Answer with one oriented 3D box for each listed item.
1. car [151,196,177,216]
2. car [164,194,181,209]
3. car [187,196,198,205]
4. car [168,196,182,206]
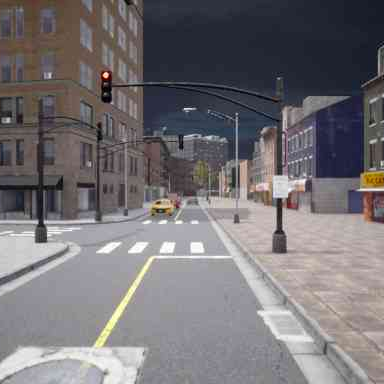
[{"bbox_3d":[-2.835,1.481,32.741,1.882,1.535,5.008,0,0,0],"label":"car"},{"bbox_3d":[-2.836,1.232,44.728,2.150,2.045,5.566,0,0,0],"label":"car"},{"bbox_3d":[0.119,1.507,59.117,2.128,1.511,4.902,0,0,0],"label":"car"},{"bbox_3d":[-2.812,1.504,56.705,2.128,1.511,4.902,0,0,0],"label":"car"}]
